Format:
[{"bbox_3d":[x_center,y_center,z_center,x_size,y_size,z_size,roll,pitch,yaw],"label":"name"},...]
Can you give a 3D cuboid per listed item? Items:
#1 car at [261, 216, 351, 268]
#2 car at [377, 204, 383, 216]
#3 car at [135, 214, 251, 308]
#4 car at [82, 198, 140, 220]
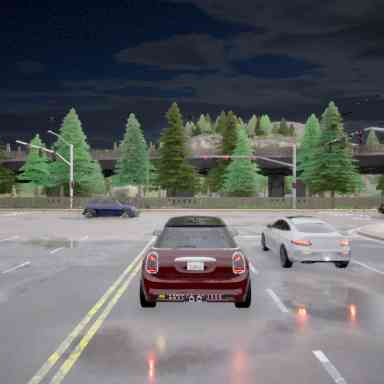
[{"bbox_3d":[3.602,1.526,11.139,1.812,1.442,4.674,0,0,0],"label":"car"},{"bbox_3d":[17.902,1.436,27.256,4.902,1.511,2.128,0,0,1],"label":"car"},{"bbox_3d":[0.083,1.352,8.094,2.097,1.767,4.553,0,0,1],"label":"car"},{"bbox_3d":[-6.628,1.314,27.655,4.553,1.767,2.097,0,0,1],"label":"car"}]
